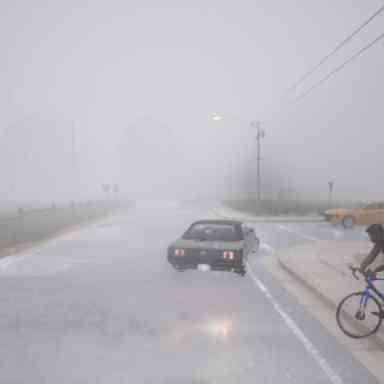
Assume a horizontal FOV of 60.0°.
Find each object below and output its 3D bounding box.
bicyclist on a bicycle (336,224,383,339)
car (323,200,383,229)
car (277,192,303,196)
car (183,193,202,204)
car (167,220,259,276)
[{"bbox_3d":[2.852,1.272,4.792,1.656,1.620,0.582,-5,1,-1],"label":"bicyclist on a bicycle"},{"bbox_3d":[10.241,1.253,19.336,5.008,1.535,1.882,0,1,-2],"label":"car"},{"bbox_3d":[17.744,0.784,59.507,5.008,1.535,1.882,1,1,-3],"label":"car"},{"bbox_3d":[0.061,0.923,49.386,1.812,1.442,4.674,-1,1,19],"label":"car"},{"bbox_3d":[0.886,1.481,10.069,1.895,1.301,4.718,0,1,15],"label":"car"}]
